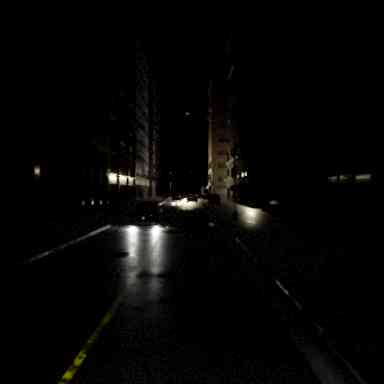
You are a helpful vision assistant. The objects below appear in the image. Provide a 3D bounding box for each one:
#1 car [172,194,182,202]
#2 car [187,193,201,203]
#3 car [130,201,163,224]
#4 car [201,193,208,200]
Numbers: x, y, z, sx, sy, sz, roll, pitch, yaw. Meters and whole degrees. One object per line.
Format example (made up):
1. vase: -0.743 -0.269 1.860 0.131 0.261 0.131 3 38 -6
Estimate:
1. car: -2.994 1.189 66.942 2.128 1.511 4.902 0 0 0
2. car: 0.031 1.189 60.728 2.128 1.511 4.902 0 0 1
3. car: -3.097 1.393 23.514 1.837 1.490 4.892 0 0 0
4. car: 2.740 0.949 73.204 4.902 1.511 2.128 0 0 -32
